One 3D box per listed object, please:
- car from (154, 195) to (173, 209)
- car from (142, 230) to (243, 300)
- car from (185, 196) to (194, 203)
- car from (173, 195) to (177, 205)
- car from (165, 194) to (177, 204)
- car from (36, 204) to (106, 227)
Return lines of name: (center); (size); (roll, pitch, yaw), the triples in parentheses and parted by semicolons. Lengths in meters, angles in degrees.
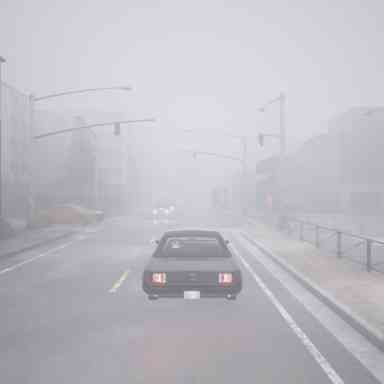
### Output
car: (-3.903, 1.505, 44.338); (1.837, 1.490, 4.892); (0, 0, 0)
car: (0.009, 1.601, 8.329); (1.895, 1.301, 4.718); (0, 0, 0)
car: (-0.458, 1.492, 66.611); (2.128, 1.511, 4.902); (0, 0, 0)
car: (-3.959, 1.601, 53.603); (1.895, 1.301, 4.718); (0, 0, 0)
car: (-3.989, 1.352, 63.771); (2.097, 1.767, 4.553); (0, 0, 0)
car: (-8.503, 1.592, 23.424); (5.008, 1.535, 1.882); (-3, -2, 17)
